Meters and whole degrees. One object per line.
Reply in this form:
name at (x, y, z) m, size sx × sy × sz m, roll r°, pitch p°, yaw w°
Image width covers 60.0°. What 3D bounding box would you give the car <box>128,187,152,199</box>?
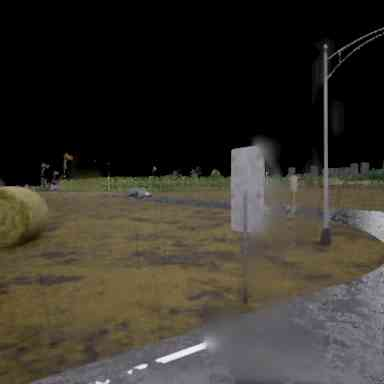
car at (-7.277, 0.109, 46.260) m, size 2.128 × 1.511 × 4.902 m, roll 0°, pitch 1°, yaw -35°
